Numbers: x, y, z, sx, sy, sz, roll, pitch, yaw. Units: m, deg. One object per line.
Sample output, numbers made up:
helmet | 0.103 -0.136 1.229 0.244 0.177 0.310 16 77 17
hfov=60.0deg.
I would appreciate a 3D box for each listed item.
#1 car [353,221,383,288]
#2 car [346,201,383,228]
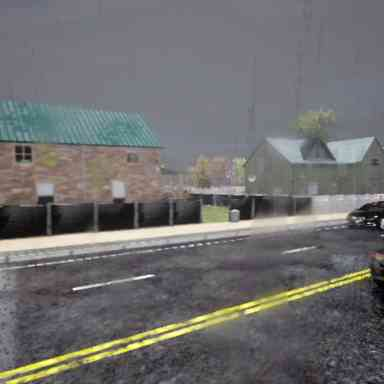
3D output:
car | 5.887 1.449 7.640 4.674 1.442 1.812 -1 0 -36
car | 10.966 1.337 19.494 4.892 1.490 1.837 -1 0 -36
